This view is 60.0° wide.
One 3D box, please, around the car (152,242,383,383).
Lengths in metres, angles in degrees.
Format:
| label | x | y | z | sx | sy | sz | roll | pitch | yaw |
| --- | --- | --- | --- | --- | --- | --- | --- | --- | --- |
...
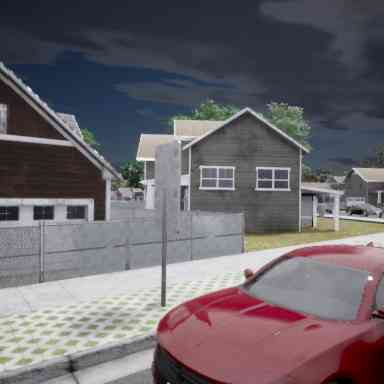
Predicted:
| label | x | y | z | sx | sy | sz | roll | pitch | yaw |
| --- | --- | --- | --- | --- | --- | --- | --- | --- | --- |
| car | 1.888 | 1.479 | 4.296 | 5.008 | 1.535 | 1.882 | 0 | 0 | -35 |

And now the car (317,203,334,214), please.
| label | x | y | z | sx | sy | sz | roll | pitch | yaw |
| --- | --- | --- | --- | --- | --- | --- | --- | --- | --- |
| car | 17.964 | 2.312 | 46.778 | 1.837 | 1.490 | 4.892 | 1 | -1 | -6 |

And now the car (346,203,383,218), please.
| label | x | y | z | sx | sy | sz | roll | pitch | yaw |
| --- | --- | --- | --- | --- | --- | --- | --- | --- | --- |
| car | 18.957 | 2.021 | 36.718 | 2.128 | 1.511 | 4.902 | 1 | -2 | -5 |
